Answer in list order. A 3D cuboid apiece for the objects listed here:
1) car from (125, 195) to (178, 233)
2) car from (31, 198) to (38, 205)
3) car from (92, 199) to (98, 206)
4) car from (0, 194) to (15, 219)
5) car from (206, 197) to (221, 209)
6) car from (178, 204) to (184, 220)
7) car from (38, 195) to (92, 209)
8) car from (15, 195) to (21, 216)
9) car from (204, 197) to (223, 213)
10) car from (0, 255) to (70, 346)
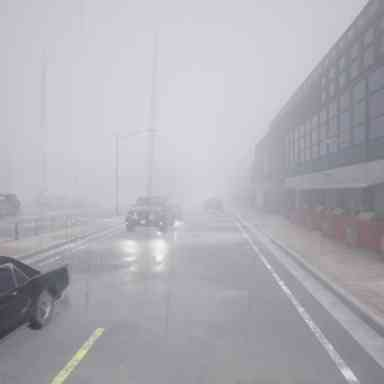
[{"bbox_3d":[-2.372,1.223,20.113,2.150,2.045,5.566,0,0,4],"label":"car"},{"bbox_3d":[-21.865,1.313,50.298,4.514,1.523,2.007,0,0,4],"label":"car"},{"bbox_3d":[-15.072,1.247,46.179,3.806,1.475,1.970,0,0,4],"label":"car"},{"bbox_3d":[-15.795,1.113,24.061,4.605,1.855,1.932,0,0,4],"label":"car"},{"bbox_3d":[3.092,1.491,47.613,2.128,1.511,4.902,0,0,4],"label":"car"},{"bbox_3d":[-1.775,1.575,27.687,1.994,1.385,4.181,0,0,4],"label":"car"},{"bbox_3d":[-15.172,1.169,39.754,5.027,1.636,2.152,0,0,4],"label":"car"},{"bbox_3d":[-16.015,1.092,26.988,3.866,1.878,1.905,0,0,4],"label":"car"},{"bbox_3d":[2.473,1.352,37.754,2.097,1.767,4.553,0,0,4],"label":"car"},{"bbox_3d":[-3.426,1.601,4.234,1.895,1.301,4.718,0,0,4],"label":"car"}]
